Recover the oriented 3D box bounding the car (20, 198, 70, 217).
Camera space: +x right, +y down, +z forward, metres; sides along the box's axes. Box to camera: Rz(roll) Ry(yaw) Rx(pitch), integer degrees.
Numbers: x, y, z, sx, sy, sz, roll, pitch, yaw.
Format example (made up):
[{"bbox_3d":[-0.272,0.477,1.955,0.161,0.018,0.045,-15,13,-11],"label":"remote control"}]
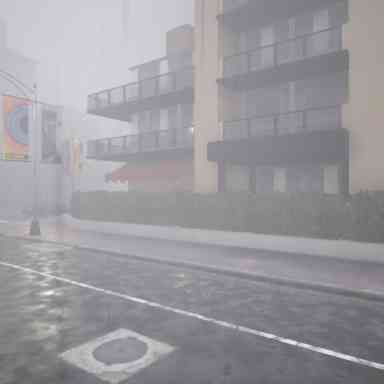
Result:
[{"bbox_3d":[-13.262,1.547,31.539,2.033,1.411,5.357,0,0,36],"label":"car"}]
